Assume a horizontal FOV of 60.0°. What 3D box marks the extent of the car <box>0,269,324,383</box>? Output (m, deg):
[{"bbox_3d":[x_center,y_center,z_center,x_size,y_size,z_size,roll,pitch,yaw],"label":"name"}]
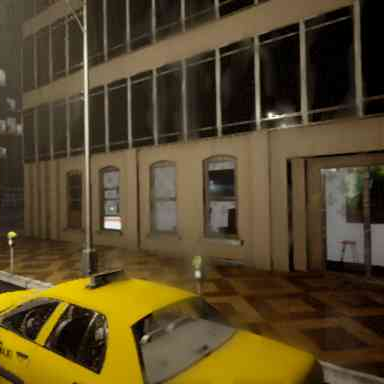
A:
[{"bbox_3d":[-1.105,1.532,3.650,4.829,1.417,1.752,0,-1,36],"label":"car"}]
